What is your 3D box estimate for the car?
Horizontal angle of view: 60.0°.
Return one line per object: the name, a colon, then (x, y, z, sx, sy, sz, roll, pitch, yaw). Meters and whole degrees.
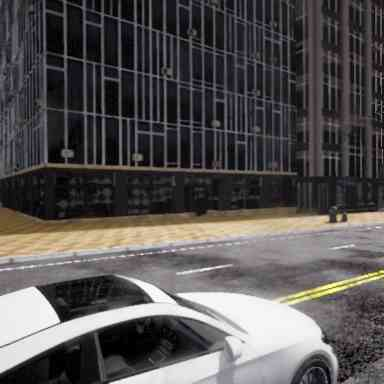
car: (-0.644, 1.533, 2.978, 4.674, 1.442, 1.812, 0, 0, -35)
